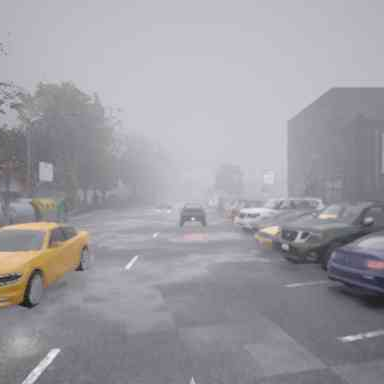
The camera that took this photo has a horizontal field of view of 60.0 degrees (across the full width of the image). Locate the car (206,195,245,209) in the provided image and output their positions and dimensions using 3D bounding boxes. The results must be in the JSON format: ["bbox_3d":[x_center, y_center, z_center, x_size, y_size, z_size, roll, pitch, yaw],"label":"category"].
[{"bbox_3d":[5.320,1.607,52.691,5.566,2.045,2.435,1,-1,-20],"label":"car"}]

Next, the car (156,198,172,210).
[{"bbox_3d":[-4.182,1.704,50.194,2.097,1.767,4.553,0,0,0],"label":"car"}]

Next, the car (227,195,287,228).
[{"bbox_3d":[5.303,1.349,19.619,5.566,2.045,2.435,1,0,-20],"label":"car"}]

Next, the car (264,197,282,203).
[{"bbox_3d":[20.826,2.170,85.768,2.163,1.488,4.792,0,-1,-21],"label":"car"}]

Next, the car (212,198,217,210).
[{"bbox_3d":[5.325,1.736,37.652,5.008,1.535,2.097,1,-1,-20],"label":"car"}]

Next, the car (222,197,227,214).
[{"bbox_3d":[5.302,1.540,28.633,4.553,1.767,2.185,1,-1,-20],"label":"car"}]

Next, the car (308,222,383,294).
[{"bbox_3d":[5.309,1.567,7.623,4.674,1.452,2.002,1,-1,-20],"label":"car"}]

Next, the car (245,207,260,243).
[{"bbox_3d":[5.145,1.556,13.558,5.366,1.575,1.946,1,0,-20],"label":"car"}]

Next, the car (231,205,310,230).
[{"bbox_3d":[5.303,1.651,22.617,4.792,1.488,2.163,1,0,-20],"label":"car"}]

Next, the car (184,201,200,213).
[{"bbox_3d":[0.056,1.886,41.936,1.895,1.301,4.718,0,0,0],"label":"car"}]

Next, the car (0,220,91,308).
[{"bbox_3d":[-4.017,1.522,8.211,1.882,1.535,5.008,0,0,0],"label":"car"}]

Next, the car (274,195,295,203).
[{"bbox_3d":[23.848,1.891,85.858,2.435,2.045,5.566,0,-1,-21],"label":"car"}]

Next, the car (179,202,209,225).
[{"bbox_3d":[0.074,1.659,25.427,1.837,1.490,4.892,0,-1,0],"label":"car"}]

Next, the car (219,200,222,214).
[{"bbox_3d":[5.336,1.729,31.641,4.674,1.452,2.002,1,0,-20],"label":"car"}]

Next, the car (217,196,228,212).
[{"bbox_3d":[5.369,1.587,34.650,4.553,1.767,2.185,1,0,-20],"label":"car"}]

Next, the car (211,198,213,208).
[{"bbox_3d":[5.329,1.825,43.654,4.674,1.452,2.002,1,0,-20],"label":"car"}]

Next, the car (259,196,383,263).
[{"bbox_3d":[5.305,1.292,10.602,5.566,2.045,2.435,1,0,-20],"label":"car"}]

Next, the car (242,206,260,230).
[{"bbox_3d":[5.294,1.610,16.616,4.792,1.488,2.163,1,0,-20],"label":"car"}]

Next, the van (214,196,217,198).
[{"bbox_3d":[5.441,1.537,40.700,4.442,1.987,1.878,1,-1,-20],"label":"van"}]

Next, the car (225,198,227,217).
[{"bbox_3d":[5.300,1.517,25.632,4.553,1.767,2.185,1,-1,-20],"label":"car"}]

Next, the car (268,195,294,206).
[{"bbox_3d":[18.258,1.745,68.706,2.435,2.045,5.566,0,0,-21],"label":"car"}]

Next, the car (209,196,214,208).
[{"bbox_3d":[5.142,1.803,46.596,5.366,1.575,1.946,1,0,-20],"label":"car"}]
